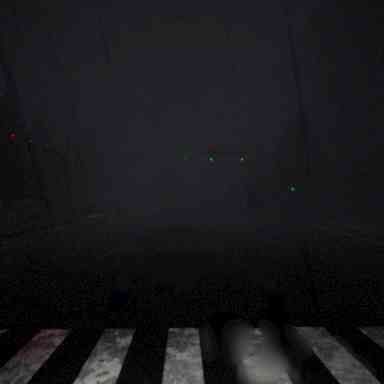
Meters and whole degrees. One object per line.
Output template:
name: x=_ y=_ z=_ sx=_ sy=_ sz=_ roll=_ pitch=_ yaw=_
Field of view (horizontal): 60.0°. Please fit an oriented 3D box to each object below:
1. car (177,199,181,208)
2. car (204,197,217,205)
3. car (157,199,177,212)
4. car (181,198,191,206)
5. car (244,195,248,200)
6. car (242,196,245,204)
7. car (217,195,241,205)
car: x=-3.354 y=1.911 z=54.657 sx=1.812 sy=1.442 sz=4.674 roll=0 pitch=0 yaw=2
car: x=4.358 y=1.871 z=73.184 sx=2.097 sy=1.767 sz=4.553 roll=0 pitch=0 yaw=30
car: x=-3.569 y=1.863 z=44.785 sx=2.033 sy=1.411 sz=5.357 roll=0 pitch=0 yaw=0
car: x=-1.535 y=1.983 z=67.870 sx=1.837 sy=1.490 sz=4.892 roll=0 pitch=0 yaw=17
car: x=14.618 y=1.797 z=81.059 sx=5.566 sy=2.045 sz=2.150 roll=0 pitch=-1 yaw=-43
car: x=10.140 y=2.099 z=81.477 sx=1.812 sy=1.442 sz=4.674 roll=0 pitch=-1 yaw=44
car: x=8.104 y=1.738 z=72.761 sx=2.150 sy=2.045 sz=5.566 roll=0 pitch=0 yaw=30
